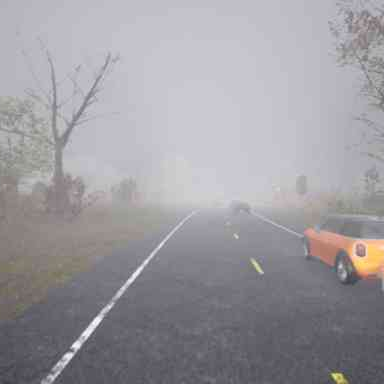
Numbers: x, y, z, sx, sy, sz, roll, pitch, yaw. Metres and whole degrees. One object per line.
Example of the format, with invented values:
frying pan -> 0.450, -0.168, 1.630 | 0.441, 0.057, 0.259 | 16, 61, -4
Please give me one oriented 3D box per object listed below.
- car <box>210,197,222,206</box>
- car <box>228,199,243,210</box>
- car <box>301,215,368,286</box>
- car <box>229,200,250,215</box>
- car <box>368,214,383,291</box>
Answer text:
car -> 4.680, 1.741, 64.069 | 2.097, 1.767, 4.553 | 1, 0, 7
car -> 6.448, 1.865, 49.395 | 2.033, 1.411, 5.357 | 1, 0, 6
car -> 4.802, 1.437, 9.818 | 2.097, 1.767, 4.553 | 1, 0, 2
car -> 5.519, 1.733, 37.613 | 1.837, 1.490, 4.892 | 1, 0, 5
car -> 4.609, 1.293, 3.908 | 2.150, 2.045, 5.566 | 1, 0, 2
